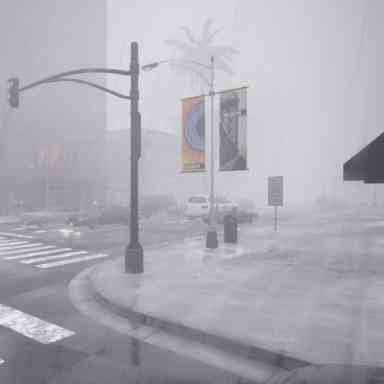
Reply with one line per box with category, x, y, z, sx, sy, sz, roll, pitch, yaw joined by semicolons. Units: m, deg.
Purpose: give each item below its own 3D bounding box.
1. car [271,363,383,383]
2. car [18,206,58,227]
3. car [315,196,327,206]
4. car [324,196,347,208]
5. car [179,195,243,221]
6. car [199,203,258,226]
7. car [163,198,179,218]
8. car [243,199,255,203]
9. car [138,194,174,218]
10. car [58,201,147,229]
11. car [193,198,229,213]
car;2.224;1.551;1.259;4.403;1.369;2.008;0;0;36
car;-9.294;1.615;22.957;1.895;1.301;4.718;0;0;35
car;22.254;1.477;55.982;2.097;1.767;4.553;0;0;35
car;21.525;1.677;49.324;1.994;1.385;4.181;0;0;35
car;1.711;1.262;26.907;2.150;2.045;5.566;0;0;35
car;2.752;1.639;22.751;1.895;1.301;4.718;0;0;35
car;-0.105;1.515;30.317;1.882;1.535;5.008;0;0;35
car;5.734;1.550;38.566;2.128;1.511;4.902;0;0;35
car;-3.654;1.252;30.928;2.150;2.045;5.566;0;0;35
car;-5.775;1.568;22.294;2.033;1.411;5.357;0;0;35
car;2.272;1.529;39.295;1.882;1.535;5.008;0;0;35
